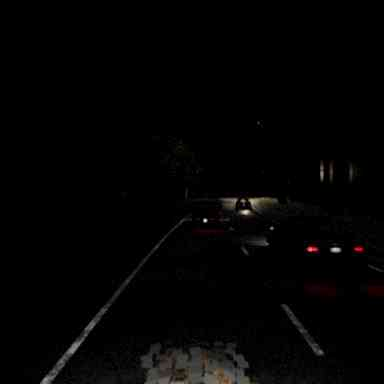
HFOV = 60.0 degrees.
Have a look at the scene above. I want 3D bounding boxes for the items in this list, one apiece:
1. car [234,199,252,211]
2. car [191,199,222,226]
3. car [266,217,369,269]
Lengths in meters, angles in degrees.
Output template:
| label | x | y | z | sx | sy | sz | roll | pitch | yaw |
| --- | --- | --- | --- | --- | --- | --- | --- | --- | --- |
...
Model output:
| label | x | y | z | sx | sy | sz | roll | pitch | yaw |
| --- | --- | --- | --- | --- | --- | --- | --- | --- | --- |
| car | 5.988 | 1.466 | 38.953 | 2.033 | 1.411 | 5.357 | 0 | 0 | 7 |
| car | 0.987 | 1.484 | 23.013 | 1.837 | 1.490 | 4.892 | 0 | 1 | 4 |
| car | 3.836 | 1.555 | 11.161 | 2.033 | 1.411 | 5.357 | 0 | 0 | 2 |
